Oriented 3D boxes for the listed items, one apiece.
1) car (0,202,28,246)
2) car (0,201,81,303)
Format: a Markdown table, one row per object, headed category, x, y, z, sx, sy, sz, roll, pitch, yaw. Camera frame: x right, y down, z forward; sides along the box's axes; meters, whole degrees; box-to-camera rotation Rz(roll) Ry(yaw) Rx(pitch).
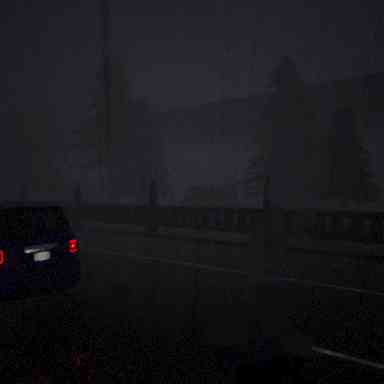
| category | x | y | z | sx | sy | sz | roll | pitch | yaw |
| --- | --- | --- | --- | --- | --- | --- | --- | --- | --- |
| car | -9.767 | 1.361 | 15.229 | 4.553 | 1.767 | 2.097 | 0 | 0 | 35 |
| car | -4.833 | 1.226 | 7.438 | 5.566 | 2.045 | 2.150 | 0 | 0 | 35 |
